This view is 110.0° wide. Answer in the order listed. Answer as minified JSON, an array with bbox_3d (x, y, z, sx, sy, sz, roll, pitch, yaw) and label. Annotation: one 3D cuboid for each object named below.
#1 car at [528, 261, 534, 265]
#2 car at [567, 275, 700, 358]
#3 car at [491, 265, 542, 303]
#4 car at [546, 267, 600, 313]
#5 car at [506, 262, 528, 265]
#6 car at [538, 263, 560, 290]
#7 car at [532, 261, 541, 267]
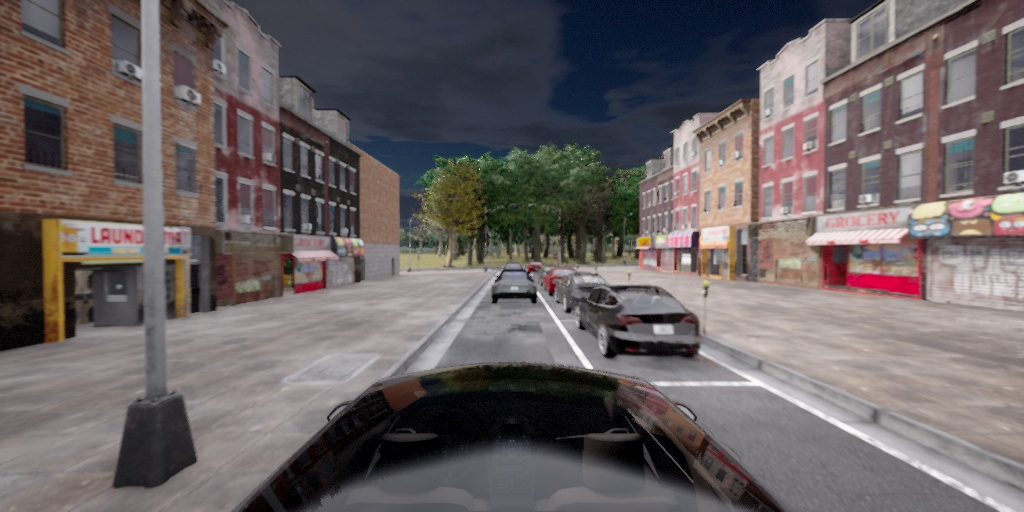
[{"bbox_3d":[2.647,1.252,40.731,1.888,1.381,4.507,0,0,0],"label":"car"},{"bbox_3d":[2.639,1.304,8.293,1.948,1.339,4.313,0,0,0],"label":"car"},{"bbox_3d":[0.103,1.287,16.519,1.994,1.385,4.181,0,0,0],"label":"car"},{"bbox_3d":[2.640,1.280,13.699,2.007,1.370,4.403,0,0,0],"label":"car"},{"bbox_3d":[0.107,1.259,31.533,2.033,1.411,5.357,0,0,0],"label":"car"},{"bbox_3d":[2.641,1.267,19.105,1.888,1.381,4.507,0,0,0],"label":"car"},{"bbox_3d":[2.643,1.267,24.511,2.007,1.370,4.403,0,0,0],"label":"car"}]
